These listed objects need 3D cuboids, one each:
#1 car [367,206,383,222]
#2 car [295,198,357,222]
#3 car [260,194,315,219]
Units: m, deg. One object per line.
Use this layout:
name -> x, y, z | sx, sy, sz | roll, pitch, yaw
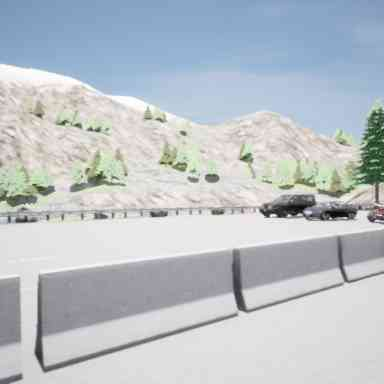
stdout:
car -> 15.234, 1.566, 24.867 | 4.674, 1.442, 1.812 | 0, 0, -26
car -> 11.079, 1.512, 26.691 | 4.902, 1.511, 2.128 | 0, 0, -27
car -> 8.637, 1.232, 29.384 | 5.566, 2.045, 2.150 | 1, 0, -27
